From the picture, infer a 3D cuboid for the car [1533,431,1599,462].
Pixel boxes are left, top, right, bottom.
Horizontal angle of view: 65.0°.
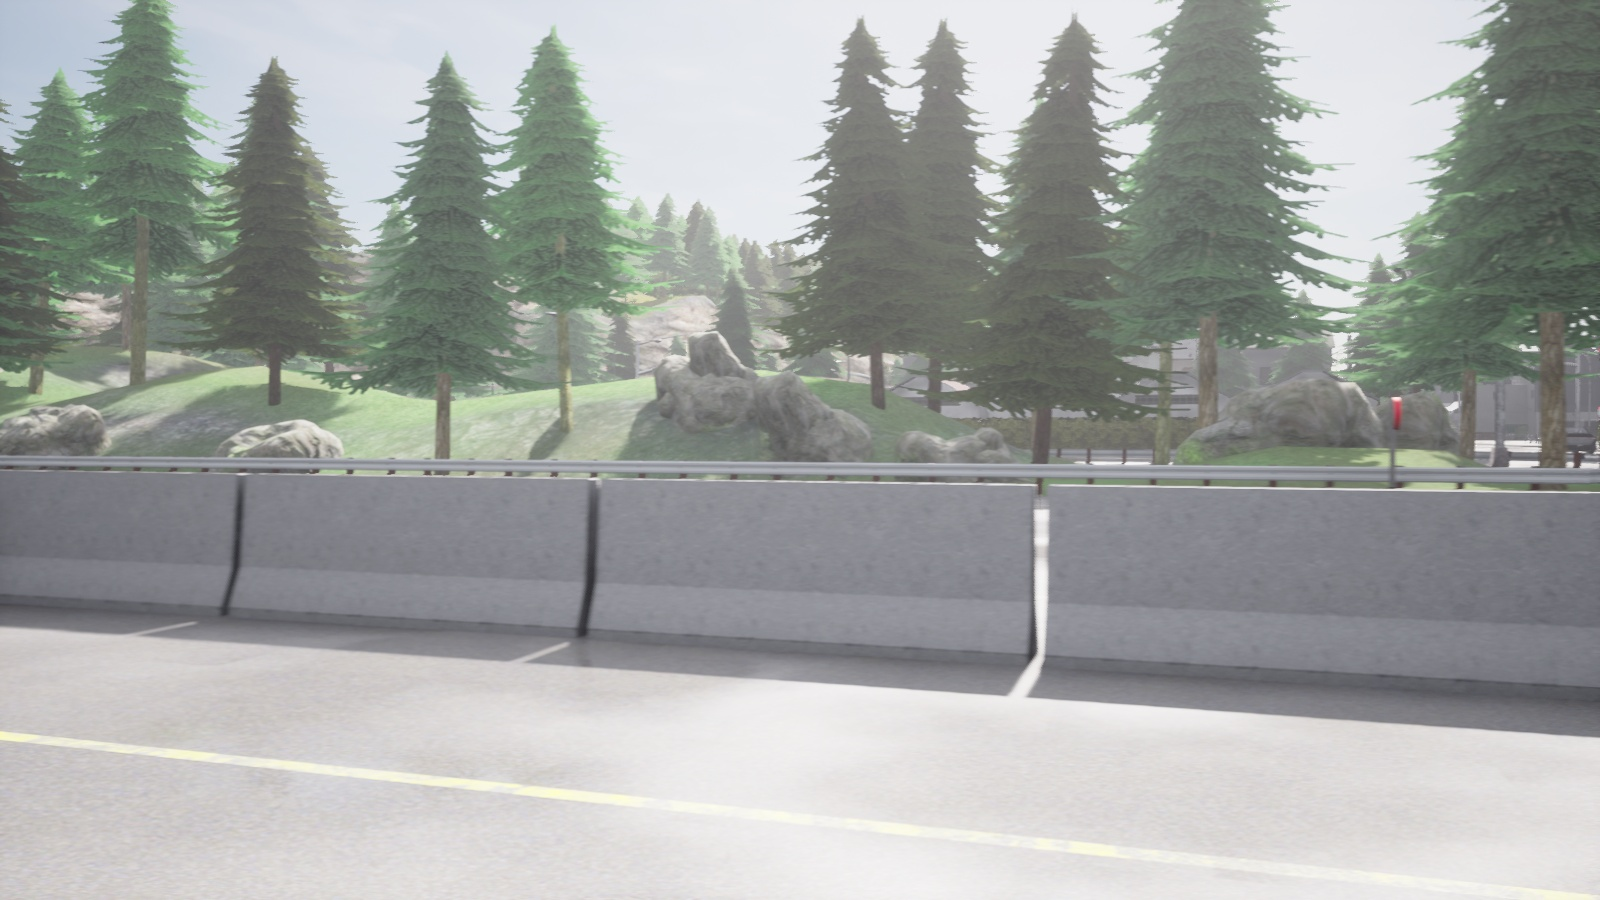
[{"bbox_3d":[41.631,-0.221,68.234,2.128,1.511,4.902,2,2,18],"label":"car"}]
